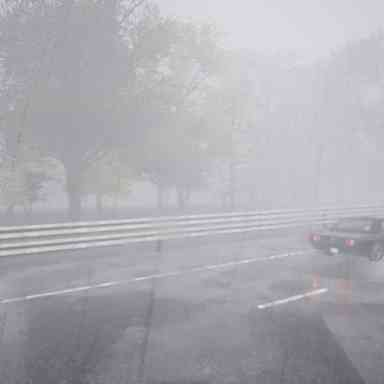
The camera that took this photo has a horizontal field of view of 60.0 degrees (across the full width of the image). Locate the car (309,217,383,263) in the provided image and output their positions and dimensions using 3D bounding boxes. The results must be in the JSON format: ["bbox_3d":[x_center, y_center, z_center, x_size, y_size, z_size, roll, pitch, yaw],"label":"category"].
[{"bbox_3d":[6.446,1.551,11.820,4.718,1.301,1.895,-1,0,-32],"label":"car"}]
